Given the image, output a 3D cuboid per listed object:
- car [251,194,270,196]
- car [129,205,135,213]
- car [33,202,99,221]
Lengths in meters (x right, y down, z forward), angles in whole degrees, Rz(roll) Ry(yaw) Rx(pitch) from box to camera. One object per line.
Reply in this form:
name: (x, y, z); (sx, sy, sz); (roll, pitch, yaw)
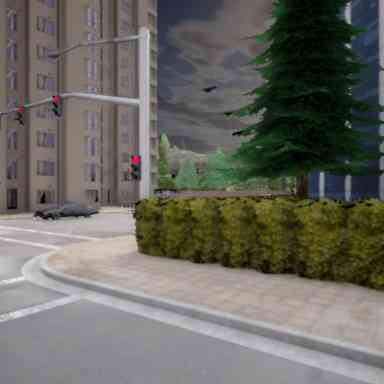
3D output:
car: (9.298, 1.246, 43.463); (2.150, 2.045, 5.566); (0, 0, 36)
car: (-4.762, 1.559, 36.381); (1.812, 1.442, 4.674); (0, 0, 36)
car: (-10.574, 1.581, 28.421); (2.033, 1.411, 5.357); (0, 0, 36)
